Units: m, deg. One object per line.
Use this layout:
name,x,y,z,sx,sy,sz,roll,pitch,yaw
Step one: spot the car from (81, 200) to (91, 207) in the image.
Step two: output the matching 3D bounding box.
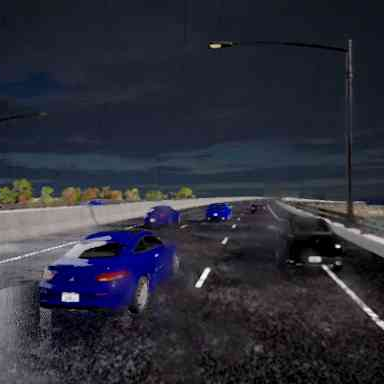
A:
car,-14.981,1.980,50.692,1.882,1.535,5.008,0,-1,12

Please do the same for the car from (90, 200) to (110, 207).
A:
car,-12.012,2.009,47.766,2.033,1.411,5.357,0,-1,12

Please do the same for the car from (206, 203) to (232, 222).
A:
car,2.394,1.711,29.314,1.882,1.535,5.008,0,-1,11

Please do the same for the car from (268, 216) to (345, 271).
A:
car,3.736,1.582,11.333,1.837,1.490,4.892,0,0,10

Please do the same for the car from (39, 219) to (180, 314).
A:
car,-1.601,1.595,7.762,1.812,1.442,4.674,0,-1,10

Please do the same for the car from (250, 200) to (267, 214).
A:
car,7.931,1.846,39.514,2.033,1.411,5.357,0,-1,12

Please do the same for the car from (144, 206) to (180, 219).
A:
car,-2.135,1.736,24.236,1.812,1.442,4.674,0,-1,11

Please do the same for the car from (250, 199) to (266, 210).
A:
car,9.891,1.875,49.666,2.128,1.511,4.902,0,-1,12

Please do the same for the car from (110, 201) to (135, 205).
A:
car,-8.852,1.977,45.741,2.033,1.411,5.357,0,-1,11
